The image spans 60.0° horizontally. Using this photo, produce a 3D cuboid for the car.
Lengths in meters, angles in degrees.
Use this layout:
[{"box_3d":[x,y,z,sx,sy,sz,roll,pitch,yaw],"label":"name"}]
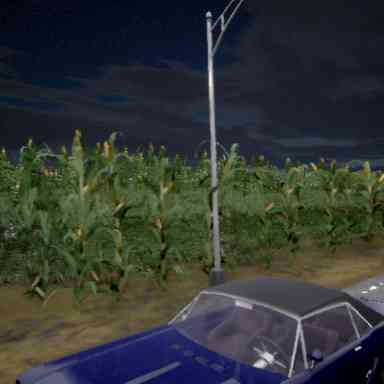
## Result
[{"box_3d":[0.671,1.759,3.627,4.718,1.301,1.895,0,-3,-39],"label":"car"}]
